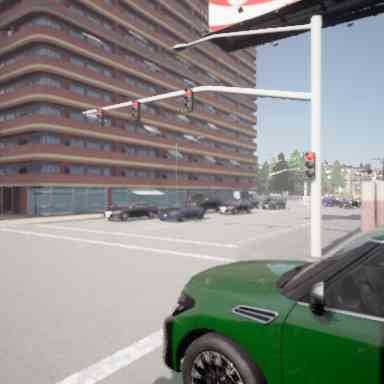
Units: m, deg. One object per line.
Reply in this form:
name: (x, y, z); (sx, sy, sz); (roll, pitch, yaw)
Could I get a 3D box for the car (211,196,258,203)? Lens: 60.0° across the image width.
car: (4.317, 1.447, 33.137); (2.128, 1.511, 4.902); (0, 0, 35)

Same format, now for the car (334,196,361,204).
car: (20.597, 1.432, 43.578); (2.128, 1.511, 4.902); (0, 0, 35)

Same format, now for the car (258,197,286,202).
car: (10.286, 1.449, 41.492); (1.837, 1.490, 4.892); (0, 0, 36)

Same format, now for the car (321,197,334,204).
car: (20.308, 1.411, 49.205); (1.882, 1.535, 5.008); (0, 0, 35)

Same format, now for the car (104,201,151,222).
car: (-4.773, 1.456, 26.413); (2.128, 1.511, 4.902); (0, 0, 35)

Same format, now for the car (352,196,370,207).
car: (26.291, 1.435, 51.568); (1.837, 1.490, 4.892); (0, 0, 35)

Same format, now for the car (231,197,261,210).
car: (7.090, 1.447, 43.038); (1.837, 1.490, 4.892); (0, 0, 36)

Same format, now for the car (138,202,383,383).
car: (2.248, 1.217, 2.713); (5.566, 2.045, 2.150); (0, 0, 40)

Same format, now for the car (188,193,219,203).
car: (1.077, 1.175, 34.620); (2.150, 2.045, 5.566); (0, 0, 35)

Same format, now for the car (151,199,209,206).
car: (-0.816, 1.529, 25.936); (1.994, 1.385, 4.181); (0, 0, 35)
